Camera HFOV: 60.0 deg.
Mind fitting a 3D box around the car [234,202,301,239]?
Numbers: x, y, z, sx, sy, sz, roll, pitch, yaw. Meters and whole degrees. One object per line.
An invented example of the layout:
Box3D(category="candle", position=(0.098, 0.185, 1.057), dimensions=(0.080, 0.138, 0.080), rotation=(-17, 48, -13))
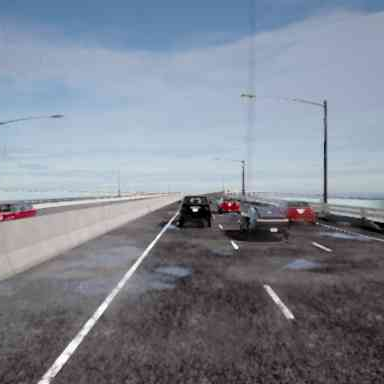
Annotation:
Box3D(category="car", position=(3.677, 1.488, 17.279), dimensions=(2.128, 1.511, 4.902), rotation=(0, 0, 0))

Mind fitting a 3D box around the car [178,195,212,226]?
Box3D(category="car", position=(0.226, 1.216, 23.385), dimensions=(2.150, 2.045, 5.566), rotation=(0, 0, 1))

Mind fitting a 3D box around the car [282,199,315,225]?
Box3D(category="car", position=(7.236, 1.347, 24.170), dimensions=(2.097, 1.767, 4.553), rotation=(0, 0, 1))

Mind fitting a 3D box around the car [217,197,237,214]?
Box3D(category="car", position=(3.877, 1.340, 35.995), dimensions=(2.097, 1.767, 4.553), rotation=(0, 0, 1))

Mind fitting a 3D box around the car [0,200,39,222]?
Box3D(category="car", position=(-10.464, 1.347, 18.592), dimensions=(2.097, 1.767, 4.553), rotation=(0, 0, 1))

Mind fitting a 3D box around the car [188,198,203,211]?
Box3D(category="car", position=(0.455, 1.509, 42.111), dimensions=(1.812, 1.442, 4.674), rotation=(0, 0, 1))
